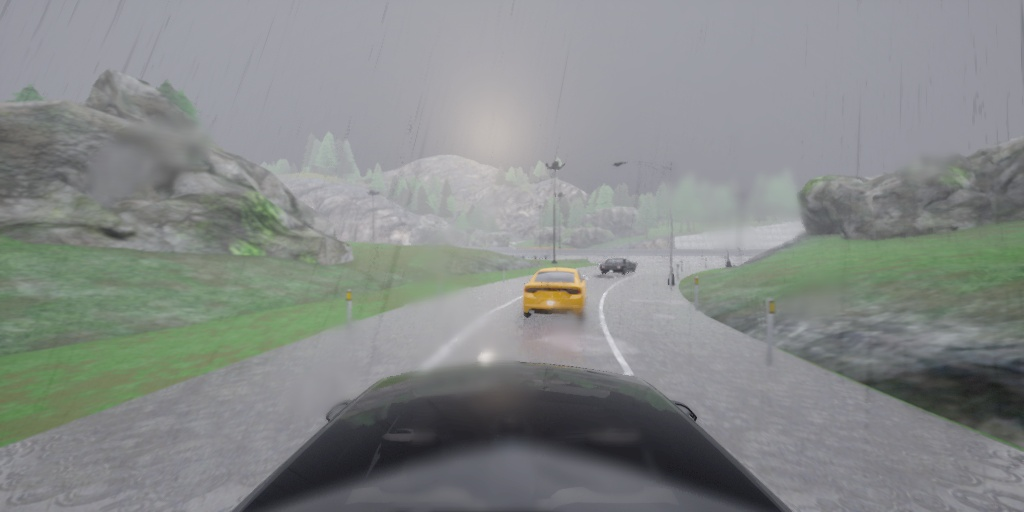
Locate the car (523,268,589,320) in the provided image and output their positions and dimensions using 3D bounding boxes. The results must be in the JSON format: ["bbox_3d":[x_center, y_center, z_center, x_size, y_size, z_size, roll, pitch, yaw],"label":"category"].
[{"bbox_3d":[1.640,1.139,12.558,1.882,1.535,5.008,1,1,12],"label":"car"}]

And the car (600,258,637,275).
[{"bbox_3d":[8.919,0.823,29.748,1.895,1.301,4.718,2,3,33],"label":"car"}]
